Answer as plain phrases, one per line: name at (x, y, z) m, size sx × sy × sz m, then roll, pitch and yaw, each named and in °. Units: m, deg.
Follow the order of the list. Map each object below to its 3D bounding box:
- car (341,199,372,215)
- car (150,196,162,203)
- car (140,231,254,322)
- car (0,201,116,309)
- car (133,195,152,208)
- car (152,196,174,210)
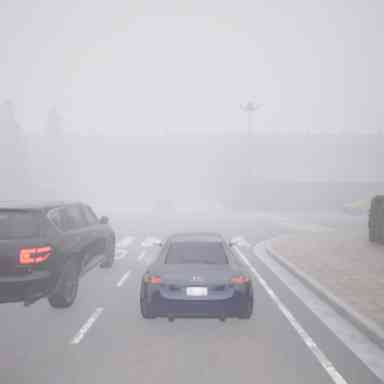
car at (16.798, 1.361, 31.460) m, size 5.008 × 1.535 × 1.882 m, roll 0°, pitch 0°, yaw 0°
car at (-7.013, 1.473, 65.864) m, size 1.895 × 1.301 × 4.718 m, roll 0°, pitch 0°, yaw 0°
car at (0.082, 1.549, 7.314) m, size 1.994 × 1.385 × 4.181 m, roll 0°, pitch 0°, yaw 0°
car at (-3.408, 1.206, 7.975) m, size 2.150 × 2.045 × 5.566 m, roll 0°, pitch 0°, yaw 0°
car at (-7.088, 1.260, 47.518) m, size 2.097 × 1.767 × 4.553 m, roll 0°, pitch 0°, yaw 0°
car at (-3.404, 1.270, 42.163) m, size 2.097 × 1.767 × 4.553 m, roll 0°, pitch 0°, yaw 0°
